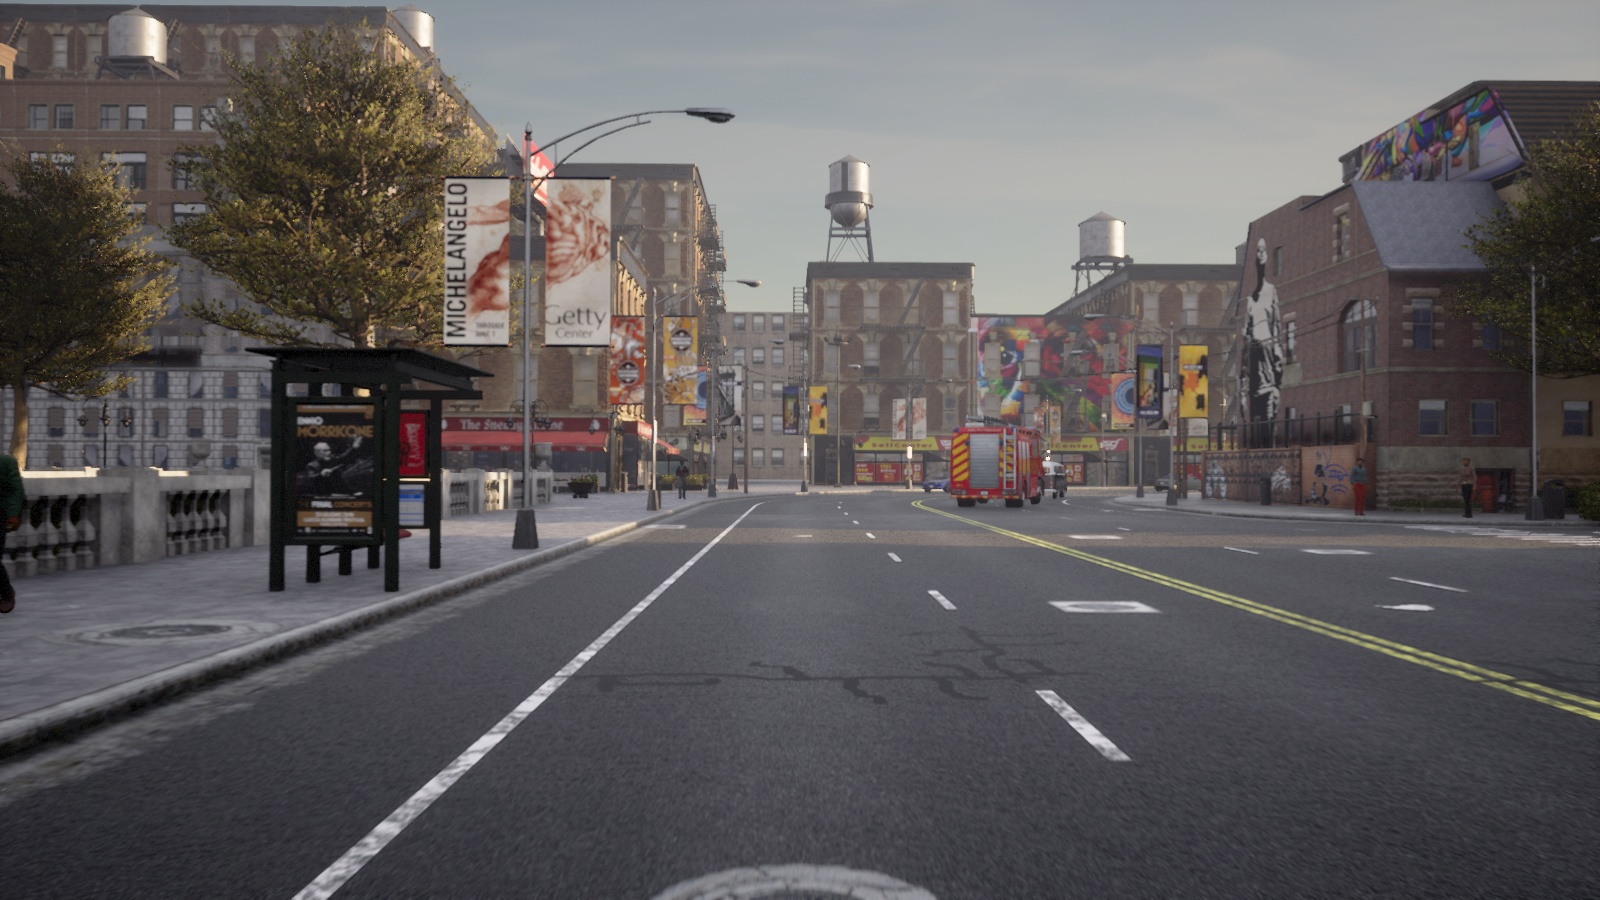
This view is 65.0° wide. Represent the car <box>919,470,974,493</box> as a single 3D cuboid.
[{"bbox_3d":[9.892,2.097,84.668,1.816,1.474,4.193,-1,-1,37],"label":"car"}]

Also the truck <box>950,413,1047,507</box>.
[{"bbox_3d":[8.959,0.476,55.820,2.891,3.827,8.468,-1,-1,19],"label":"truck"}]

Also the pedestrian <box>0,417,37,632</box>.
[{"bbox_3d":[-7.532,0.681,11.727,0.423,1.949,0.788,0,-1,-10],"label":"pedestrian"}]

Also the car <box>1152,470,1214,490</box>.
[{"bbox_3d":[27.934,2.183,91.637,4.181,1.385,1.994,0,-1,-30],"label":"car"}]

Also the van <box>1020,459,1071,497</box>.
[{"bbox_3d":[13.720,1.565,70.008,2.069,2.038,4.480,-1,-1,21],"label":"van"}]

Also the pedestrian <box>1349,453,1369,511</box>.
[{"bbox_3d":[17.723,1.015,39.829,0.353,1.847,0.614,0,-1,3],"label":"pedestrian"}]

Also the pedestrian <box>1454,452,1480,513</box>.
[{"bbox_3d":[20.027,0.973,37.715,0.634,1.846,0.331,0,-1,-20],"label":"pedestrian"}]

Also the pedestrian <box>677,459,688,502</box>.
[{"bbox_3d":[-5.353,1.375,57.143,0.402,1.930,0.666,0,-1,2],"label":"pedestrian"}]
